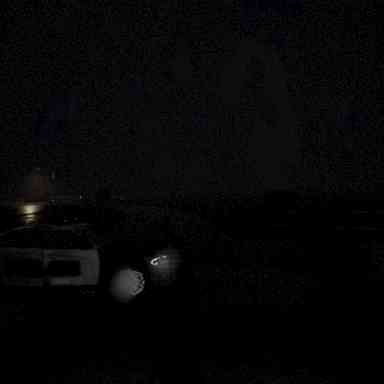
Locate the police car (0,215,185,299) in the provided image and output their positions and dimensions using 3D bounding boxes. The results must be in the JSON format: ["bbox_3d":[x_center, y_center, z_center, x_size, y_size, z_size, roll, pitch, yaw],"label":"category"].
[{"bbox_3d":[-2.776,1.391,7.759,5.238,1.638,1.930,-1,0,-1],"label":"police car"}]

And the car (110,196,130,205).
[{"bbox_3d":[-11.896,1.354,54.042,1.882,1.535,5.008,-1,0,-38],"label":"car"}]

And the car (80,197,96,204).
[{"bbox_3d":[-18.935,1.559,61.757,4.718,1.301,1.895,-1,1,41],"label":"car"}]
